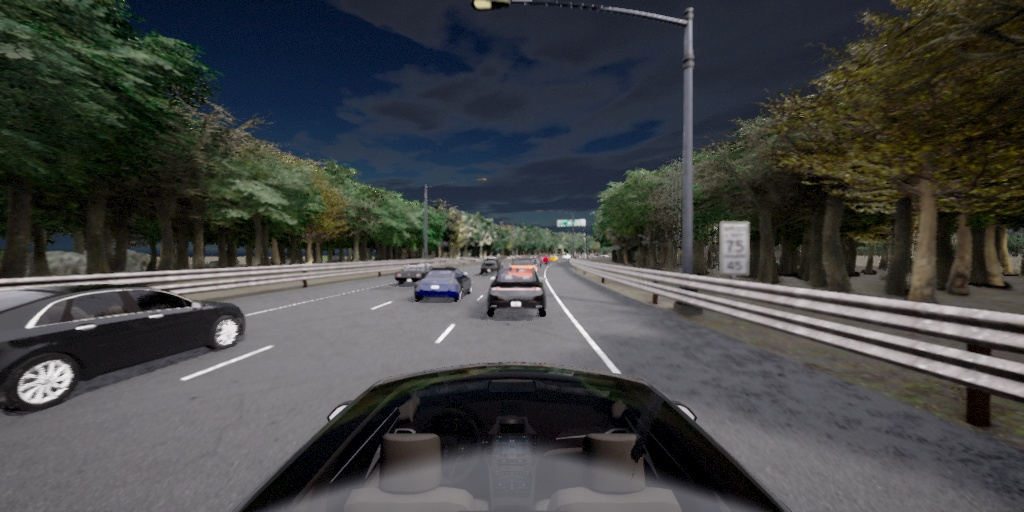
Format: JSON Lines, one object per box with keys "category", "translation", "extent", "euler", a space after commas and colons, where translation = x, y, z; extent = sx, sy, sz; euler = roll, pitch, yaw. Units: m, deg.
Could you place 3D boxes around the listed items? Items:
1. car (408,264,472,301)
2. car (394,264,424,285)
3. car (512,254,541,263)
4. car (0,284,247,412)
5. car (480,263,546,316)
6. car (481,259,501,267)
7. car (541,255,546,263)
{"category": "car", "translation": [-3.056, 1.218, 16.602], "extent": [1.994, 1.385, 4.181], "euler": [0, 0, 2]}
{"category": "car", "translation": [-6.197, 1.204, 24.289], "extent": [1.895, 1.301, 4.718], "euler": [0, 0, 3]}
{"category": "car", "translation": [0.809, 0.954, 25.987], "extent": [2.097, 1.767, 4.553], "euler": [0, 0, 4]}
{"category": "car", "translation": [-6.837, 1.218, 5.983], "extent": [1.837, 1.490, 4.892], "euler": [0, 0, 1]}
{"category": "car", "translation": [0.196, 1.174, 12.875], "extent": [2.128, 1.511, 4.902], "euler": [0, 0, 2]}
{"category": "car", "translation": [-1.899, 1.048, 35.150], "extent": [1.837, 1.490, 4.892], "euler": [0, 0, 5]}
{"category": "car", "translation": [3.719, 0.969, 55.127], "extent": [2.033, 1.411, 5.357], "euler": [0, 0, 8]}
